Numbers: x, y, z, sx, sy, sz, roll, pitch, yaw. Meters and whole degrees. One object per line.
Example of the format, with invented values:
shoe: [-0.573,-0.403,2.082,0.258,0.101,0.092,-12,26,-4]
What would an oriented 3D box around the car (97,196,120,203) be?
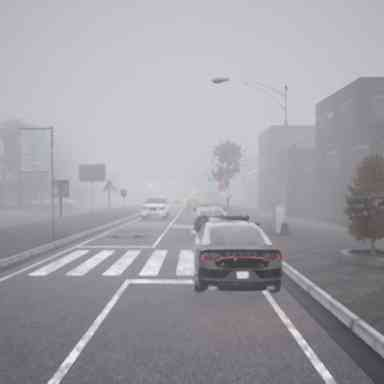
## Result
car: [-21.626,2.098,84.753,5.008,1.535,2.097,0,-1,0]

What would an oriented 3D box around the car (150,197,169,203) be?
car: [-8.533,2.132,87.458,4.892,1.521,2.231,0,-1,0]

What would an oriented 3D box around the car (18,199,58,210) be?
car: [-21.803,1.802,46.572,4.674,1.452,2.002,0,-1,0]

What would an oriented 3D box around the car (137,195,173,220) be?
car: [-3.259,1.402,30.579,2.150,2.045,5.566,0,-1,0]

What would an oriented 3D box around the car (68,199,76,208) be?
car: [-21.782,1.818,53.121,5.008,1.535,2.097,0,0,0]

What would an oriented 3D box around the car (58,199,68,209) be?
car: [-21.786,1.791,49.848,4.892,1.521,2.231,0,0,0]

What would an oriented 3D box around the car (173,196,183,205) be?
car: [-3.001,2.117,71.854,1.895,1.301,4.718,0,0,0]

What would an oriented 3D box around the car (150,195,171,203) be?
car: [-8.555,1.916,90.262,5.566,2.045,2.435,0,-1,0]

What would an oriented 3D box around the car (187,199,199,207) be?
car: [0.205,1.977,60.533,2.033,1.411,5.357,0,0,0]

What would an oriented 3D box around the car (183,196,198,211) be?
car: [0.170,1.668,46.854,2.097,1.767,4.553,0,-1,1]

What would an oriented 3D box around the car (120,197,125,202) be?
car: [-21.611,2.166,90.321,5.008,1.535,2.097,0,-1,0]

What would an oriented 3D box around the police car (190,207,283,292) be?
police car: [0.992,1.425,9.054,1.930,1.638,5.238,0,0,0]

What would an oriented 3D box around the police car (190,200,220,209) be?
police car: [1.021,1.505,19.063,1.930,1.638,5.238,0,-1,0]

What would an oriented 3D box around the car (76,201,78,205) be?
car: [-21.759,1.886,56.269,4.674,1.452,2.002,0,0,0]

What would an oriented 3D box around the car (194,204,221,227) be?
car: [1.044,1.657,24.957,1.812,1.442,4.674,0,-1,0]
